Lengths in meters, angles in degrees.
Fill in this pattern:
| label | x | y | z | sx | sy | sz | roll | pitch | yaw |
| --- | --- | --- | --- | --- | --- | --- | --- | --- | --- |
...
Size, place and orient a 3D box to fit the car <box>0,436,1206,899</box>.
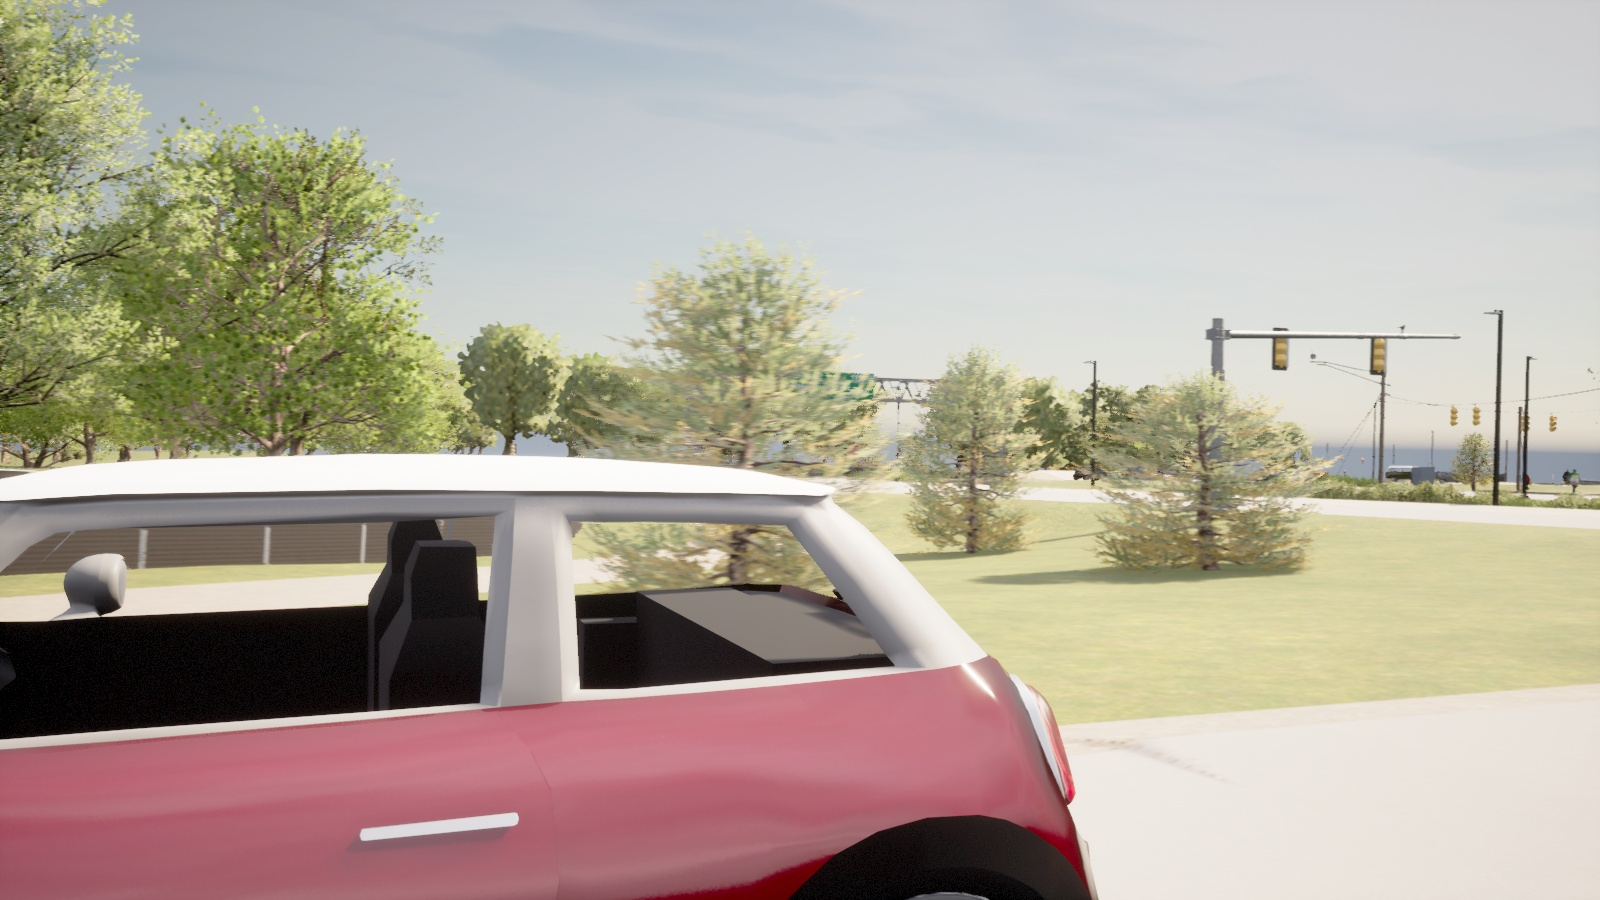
| label | x | y | z | sx | sy | sz | roll | pitch | yaw |
| --- | --- | --- | --- | --- | --- | --- | --- | --- | --- |
| car | -1.324 | 0.732 | 2.733 | 3.806 | 1.475 | 1.970 | -1 | 1 | -21 |
